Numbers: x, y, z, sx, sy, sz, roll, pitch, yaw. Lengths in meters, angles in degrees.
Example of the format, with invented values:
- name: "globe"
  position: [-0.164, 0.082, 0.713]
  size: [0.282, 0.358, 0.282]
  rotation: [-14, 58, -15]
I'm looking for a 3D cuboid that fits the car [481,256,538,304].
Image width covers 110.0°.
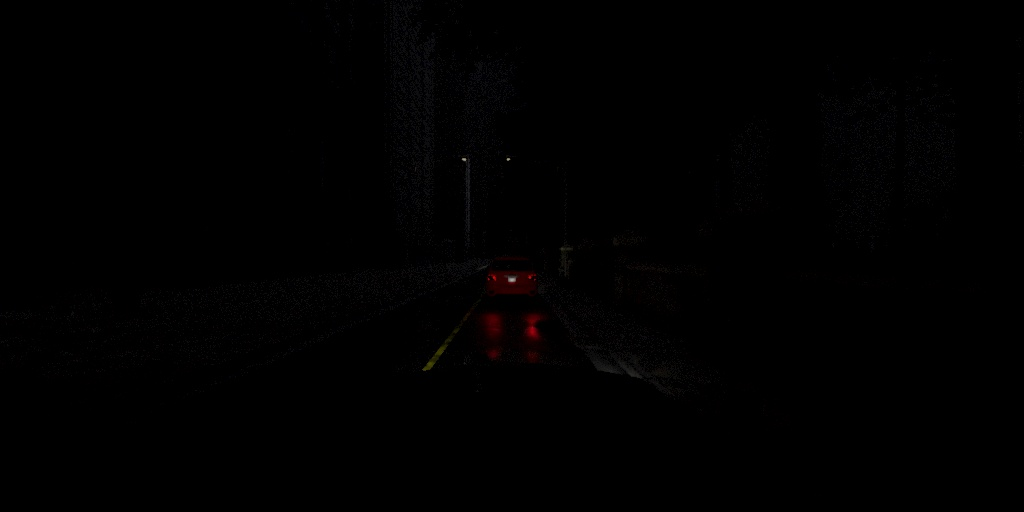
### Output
- name: "car"
  position: [0.000, 1.016, 16.531]
  size: [2.150, 2.045, 5.566]
  rotation: [0, 0, 0]
